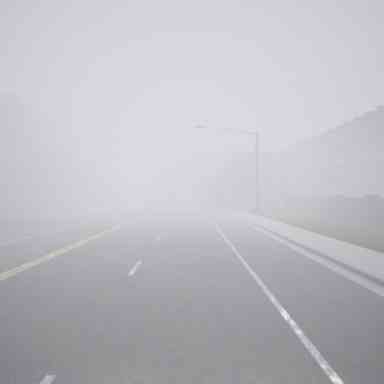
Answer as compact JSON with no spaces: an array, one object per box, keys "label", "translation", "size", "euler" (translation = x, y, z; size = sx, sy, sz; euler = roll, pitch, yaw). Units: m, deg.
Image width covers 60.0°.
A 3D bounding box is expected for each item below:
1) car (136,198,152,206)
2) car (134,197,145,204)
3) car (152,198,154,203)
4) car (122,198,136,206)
[{"label":"car","translation":[-10.514,2.370,73.110],"size":[1.895,1.301,4.718],"euler":[0,-1,0]},{"label":"car","translation":[-14.017,2.289,88.806],"size":[2.097,1.767,4.553],"euler":[0,-1,0]},{"label":"car","translation":[-10.517,2.457,88.775],"size":[1.812,1.442,4.674],"euler":[0,-1,0]},{"label":"car","translation":[-14.014,2.131,73.172],"size":[2.097,1.767,4.553],"euler":[0,-1,0]}]
